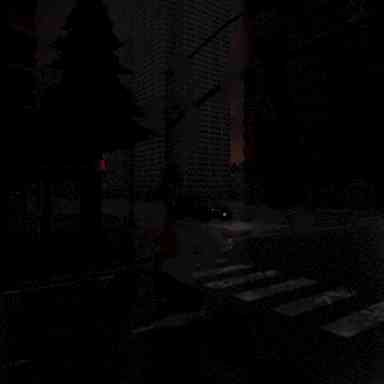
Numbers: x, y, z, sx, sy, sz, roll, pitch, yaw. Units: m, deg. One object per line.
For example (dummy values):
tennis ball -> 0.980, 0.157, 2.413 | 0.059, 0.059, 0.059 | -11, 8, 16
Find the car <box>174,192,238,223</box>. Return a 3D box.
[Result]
car -> 0.741, 1.254, 26.094 | 2.150, 2.045, 5.566 | 0, 0, -35

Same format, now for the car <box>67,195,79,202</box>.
car -> -28.255, 1.375, 78.825 | 1.837, 1.490, 4.892 | 0, 0, -36
